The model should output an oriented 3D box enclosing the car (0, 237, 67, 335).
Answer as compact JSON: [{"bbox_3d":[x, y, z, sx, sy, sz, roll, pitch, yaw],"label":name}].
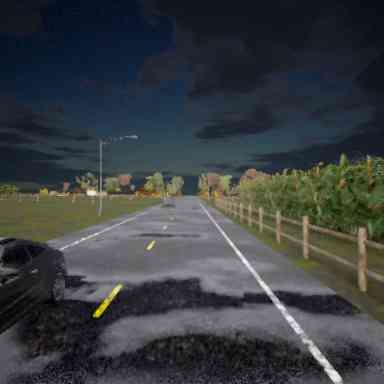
[{"bbox_3d":[-3.601,1.543,5.500,1.812,1.442,4.674,0,0,0],"label":"car"}]

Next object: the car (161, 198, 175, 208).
[{"bbox_3d":[-3.577,1.654,50.158,1.837,1.490,4.892,0,-1,0],"label":"car"}]
